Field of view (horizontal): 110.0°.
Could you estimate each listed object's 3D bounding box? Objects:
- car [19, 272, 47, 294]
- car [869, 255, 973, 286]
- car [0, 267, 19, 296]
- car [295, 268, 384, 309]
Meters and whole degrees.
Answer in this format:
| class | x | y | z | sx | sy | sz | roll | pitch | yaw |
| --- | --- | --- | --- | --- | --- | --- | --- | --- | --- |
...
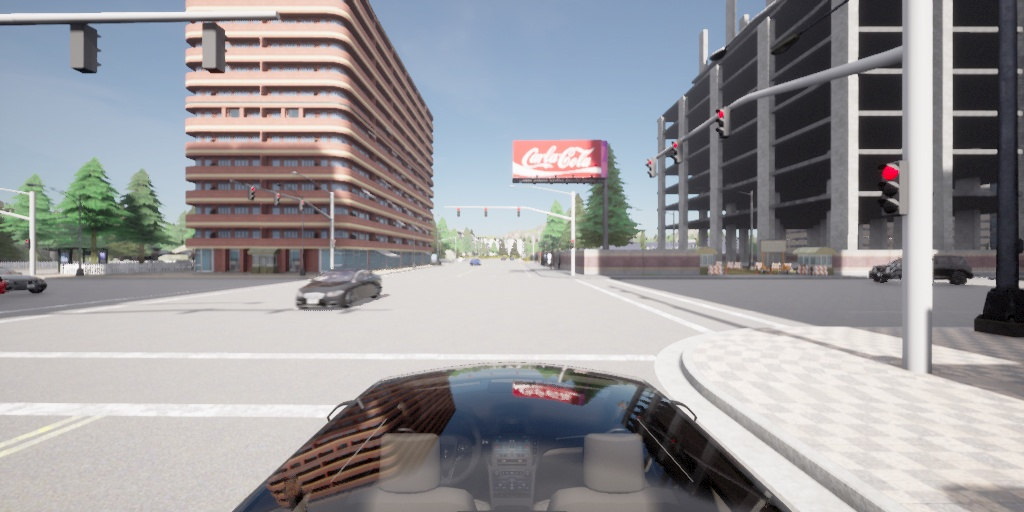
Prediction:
| class | x | y | z | sx | sy | sz | roll | pitch | yaw |
| --- | --- | --- | --- | --- | --- | --- | --- | --- | --- |
| car | -26.630 | 1.263 | 18.115 | 4.674 | 1.442 | 1.812 | 0 | 0 | 0 |
| car | 28.394 | 0.953 | 24.988 | 5.566 | 2.045 | 2.150 | 0 | 0 | 0 |
| car | -24.439 | 0.961 | 14.600 | 5.566 | 2.045 | 2.150 | 0 | 0 | 0 |
| car | -7.004 | 1.287 | 15.058 | 2.128 | 1.511 | 4.902 | 0 | 1 | 0 |
